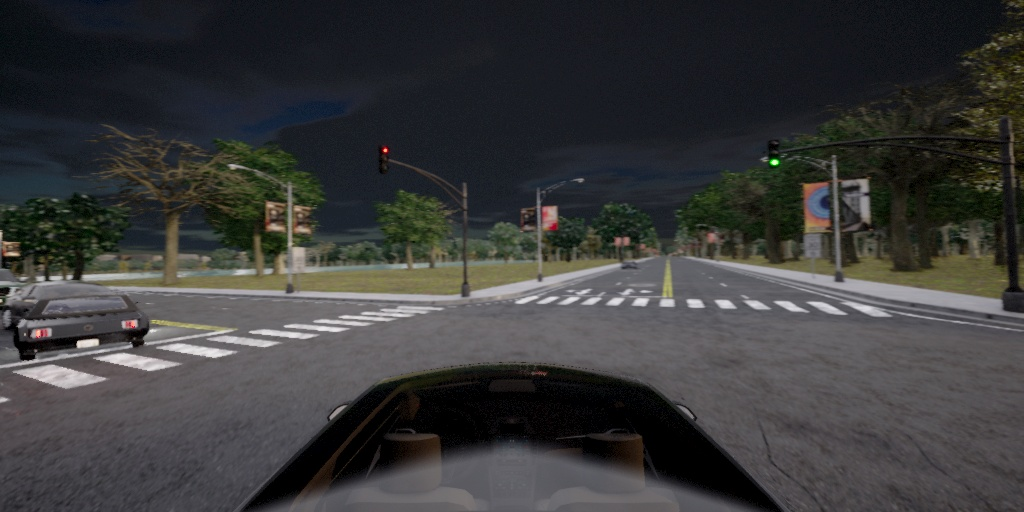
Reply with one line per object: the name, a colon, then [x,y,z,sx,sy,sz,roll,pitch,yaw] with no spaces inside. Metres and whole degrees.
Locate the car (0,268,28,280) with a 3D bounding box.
car: [-23.555,1.536,15.759,5.566,2.045,2.150,-1,-1,24]

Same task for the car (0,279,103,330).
car: [-14.540,1.618,11.771,4.892,1.490,1.837,-2,-3,24]

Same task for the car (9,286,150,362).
car: [-10.722,1.604,9.024,4.718,1.301,1.895,-1,-1,39]

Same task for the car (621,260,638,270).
car: [16.374,1.238,49.941,1.994,1.385,4.181,-2,0,24]
